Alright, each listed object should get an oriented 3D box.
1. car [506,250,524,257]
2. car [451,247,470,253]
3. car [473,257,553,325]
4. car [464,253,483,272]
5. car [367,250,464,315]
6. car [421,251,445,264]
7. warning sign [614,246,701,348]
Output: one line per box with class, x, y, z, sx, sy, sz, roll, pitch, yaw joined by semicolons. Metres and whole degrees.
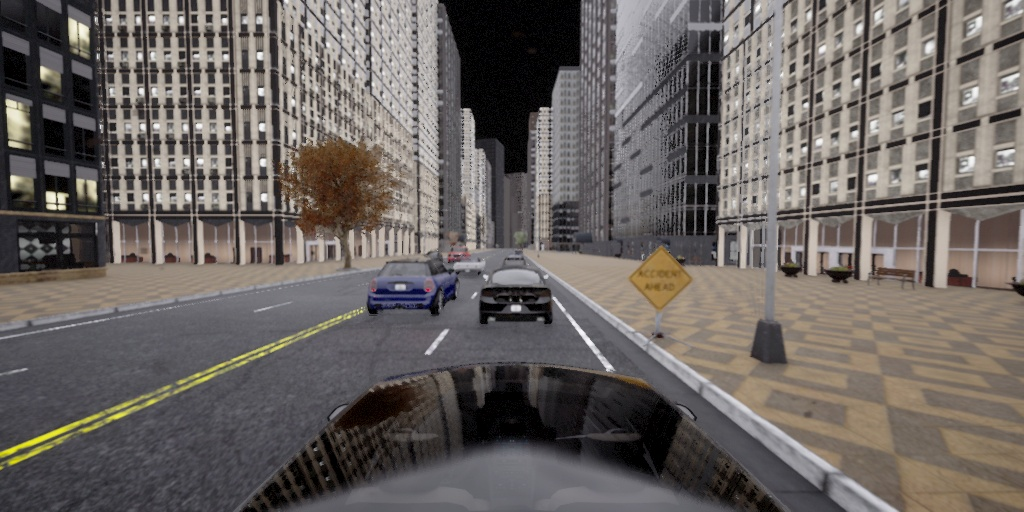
car;0.202;0.503;29.949;2.128;1.511;4.902;0;2;0
car;-6.422;-0.133;43.730;2.150;2.045;5.566;0;2;0
car;0.113;0.989;10.805;1.882;1.535;5.008;0;2;0
car;-3.067;0.685;27.098;1.895;1.301;4.718;0;2;0
car;-3.126;0.827;12.219;2.097;1.767;4.553;0;2;0
car;-9.669;0.142;44.105;1.837;1.490;4.892;0;1;0
warning sign;2.871;0.726;7.077;1.300;1.860;1.060;0;0;0
